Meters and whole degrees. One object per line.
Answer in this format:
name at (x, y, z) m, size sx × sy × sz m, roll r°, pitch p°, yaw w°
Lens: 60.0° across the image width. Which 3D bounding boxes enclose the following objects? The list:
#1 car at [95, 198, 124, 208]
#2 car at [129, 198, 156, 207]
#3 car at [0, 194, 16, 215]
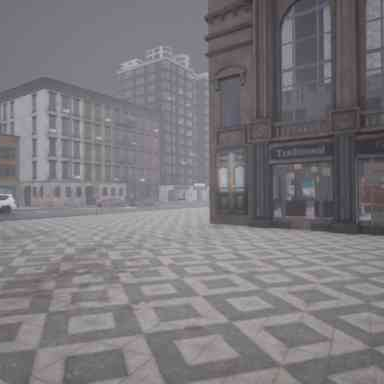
car at (-11.801, 1.546, 47.742) m, size 1.994 × 1.385 × 4.181 m, roll -1°, pitch 0°, yaw 36°
car at (-7.247, 1.512, 48.506) m, size 1.994 × 1.385 × 4.181 m, roll -1°, pitch 0°, yaw 36°
car at (-19.592, 1.210, 31.285) m, size 2.150 × 2.045 × 5.566 m, roll -1°, pitch 0°, yaw 37°
